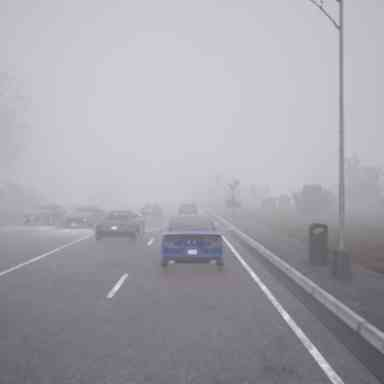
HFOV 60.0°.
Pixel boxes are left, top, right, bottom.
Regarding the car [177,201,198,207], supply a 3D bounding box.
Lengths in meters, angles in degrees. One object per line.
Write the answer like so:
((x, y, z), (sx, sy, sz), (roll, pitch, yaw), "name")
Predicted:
((-0.407, 1.602, 32.522), (2.128, 1.511, 4.902), (0, 0, -1), "car")

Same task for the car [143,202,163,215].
((-3.918, 1.678, 32.932), (1.994, 1.385, 4.181), (0, 0, -1), "car")

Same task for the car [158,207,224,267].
((-0.014, 1.518, 11.669), (1.882, 1.535, 5.008), (0, 0, -1), "car")

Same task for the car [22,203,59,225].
((-10.944, 1.596, 25.097), (1.837, 1.490, 4.892), (0, 0, -1), "car")

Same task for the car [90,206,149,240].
((-3.600, 1.625, 17.279), (1.994, 1.385, 4.181), (0, 0, -1), "car")

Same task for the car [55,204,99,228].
((-7.408, 1.631, 23.406), (2.033, 1.411, 5.357), (0, 0, -1), "car")
